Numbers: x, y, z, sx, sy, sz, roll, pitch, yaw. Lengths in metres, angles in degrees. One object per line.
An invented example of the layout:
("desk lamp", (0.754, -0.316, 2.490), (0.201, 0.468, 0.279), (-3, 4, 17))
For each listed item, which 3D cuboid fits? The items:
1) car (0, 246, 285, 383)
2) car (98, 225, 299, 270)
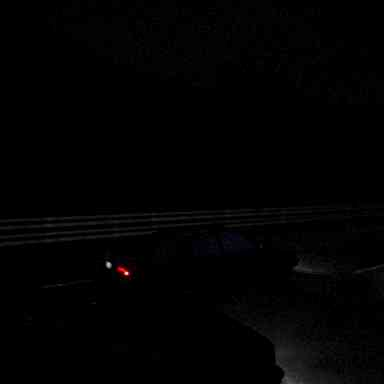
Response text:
("car", (-1.686, 1.547, 2.545), (5.357, 1.411, 2.033), (0, 0, -35))
("car", (0.325, 1.547, 8.282), (5.357, 1.411, 2.033), (0, 0, -35))
